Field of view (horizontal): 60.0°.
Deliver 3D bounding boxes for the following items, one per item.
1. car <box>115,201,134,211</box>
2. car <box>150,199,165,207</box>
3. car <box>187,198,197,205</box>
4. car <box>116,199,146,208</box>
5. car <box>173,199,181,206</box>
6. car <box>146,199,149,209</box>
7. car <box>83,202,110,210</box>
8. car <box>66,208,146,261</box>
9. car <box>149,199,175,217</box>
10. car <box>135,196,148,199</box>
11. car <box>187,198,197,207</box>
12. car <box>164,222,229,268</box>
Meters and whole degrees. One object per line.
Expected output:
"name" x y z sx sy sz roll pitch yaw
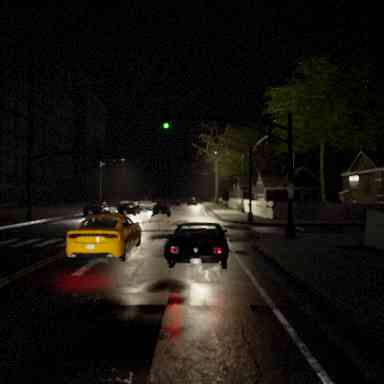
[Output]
"car" -9.837 1.973 48.851 1.994 1.385 4.181 0 -1 0
"car" -6.542 2.036 63.522 2.128 1.511 4.902 0 -1 1
"car" -0.009 2.014 75.107 2.128 1.511 4.902 0 -1 0
"car" -6.598 1.776 35.329 2.128 1.511 4.902 0 0 0
"car" -3.257 2.086 65.192 1.812 1.442 4.674 0 0 0
"car" -6.592 1.998 47.730 1.895 1.301 4.718 0 -1 0
"car" -9.849 1.772 34.644 2.128 1.511 4.902 0 0 0
"car" -3.151 1.576 12.790 1.882 1.535 5.008 0 0 0
"car" -3.154 1.813 35.399 1.812 1.442 4.674 0 0 0
"car" -9.770 1.770 64.800 2.150 2.045 5.566 0 1 0
"car" -0.007 2.103 64.685 2.033 1.411 5.357 0 -1 0
"car" 0.304 1.690 11.641 1.895 1.301 4.718 0 0 5
